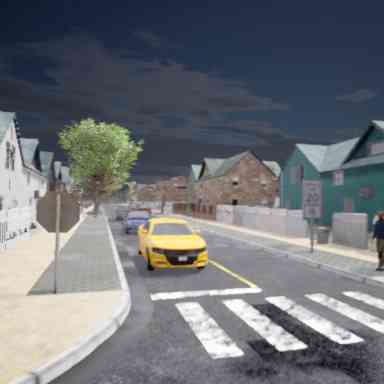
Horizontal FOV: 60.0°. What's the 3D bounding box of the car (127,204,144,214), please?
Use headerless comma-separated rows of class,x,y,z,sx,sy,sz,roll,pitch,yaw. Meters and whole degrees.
car,-9.104,2.644,53.164,2.033,1.411,5.357,1,-1,-15

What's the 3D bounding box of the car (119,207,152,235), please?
car,-3.639,1.970,22.411,1.812,1.442,4.674,1,-2,-15

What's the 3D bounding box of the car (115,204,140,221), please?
car,-6.804,2.175,34.039,1.837,1.490,4.892,1,-1,-15

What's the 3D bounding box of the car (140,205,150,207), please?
car,-6.319,2.378,43.189,1.882,1.535,5.008,1,-1,-15

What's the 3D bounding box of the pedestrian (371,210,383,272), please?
pedestrian,5.729,1.453,10.043,0.375,1.860,0.375,3,-3,-15

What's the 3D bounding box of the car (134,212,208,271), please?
car,-0.860,1.725,12.144,1.882,1.535,5.008,1,-1,-14
